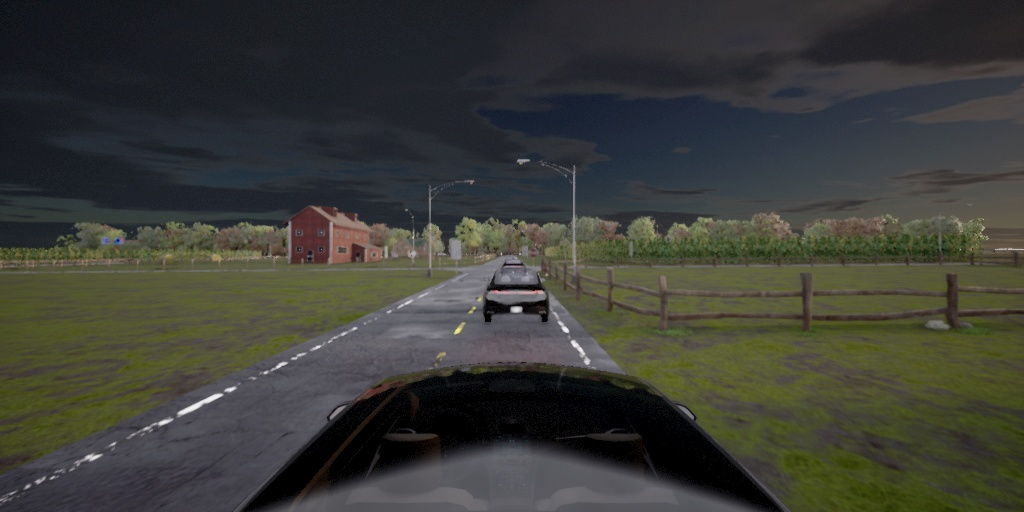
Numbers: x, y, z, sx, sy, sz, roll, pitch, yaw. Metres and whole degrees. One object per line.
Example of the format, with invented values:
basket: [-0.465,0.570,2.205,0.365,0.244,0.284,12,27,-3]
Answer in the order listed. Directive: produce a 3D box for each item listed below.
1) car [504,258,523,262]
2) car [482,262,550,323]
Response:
car: [0.121,0.929,27.995,2.128,1.511,4.902,0,1,0]
car: [0.110,1.125,11.533,2.128,1.511,4.902,0,1,0]
